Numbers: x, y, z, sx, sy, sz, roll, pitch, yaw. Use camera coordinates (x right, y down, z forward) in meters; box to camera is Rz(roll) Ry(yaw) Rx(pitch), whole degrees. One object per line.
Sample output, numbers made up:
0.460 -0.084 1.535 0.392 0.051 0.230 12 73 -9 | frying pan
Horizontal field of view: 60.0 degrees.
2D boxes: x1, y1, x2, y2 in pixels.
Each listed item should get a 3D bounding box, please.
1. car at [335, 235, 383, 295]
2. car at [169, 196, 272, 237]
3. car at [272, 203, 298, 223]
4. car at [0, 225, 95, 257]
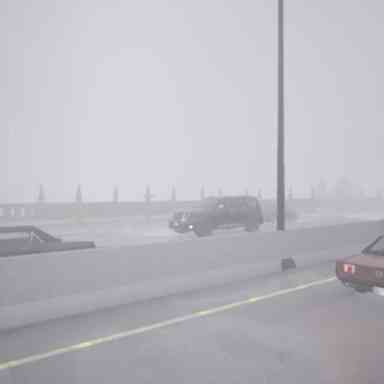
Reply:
5.409 1.601 7.606 4.718 1.301 1.895 0 0 -36 | car
1.468 1.224 17.938 5.566 2.045 2.150 0 0 -35 | car
6.234 1.574 25.634 4.181 1.385 1.994 0 0 -35 | car
-5.182 1.600 8.895 4.718 1.301 1.895 0 0 -36 | car
